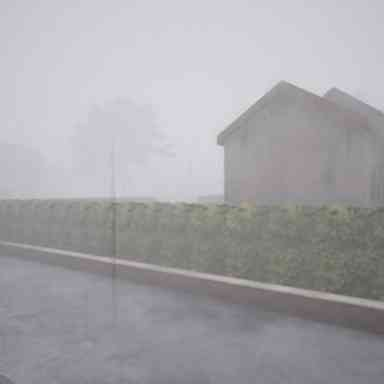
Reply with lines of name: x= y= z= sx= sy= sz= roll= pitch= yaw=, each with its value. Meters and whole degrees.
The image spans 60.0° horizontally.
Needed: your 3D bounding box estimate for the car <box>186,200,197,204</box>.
car: x=0.248 y=1.817 z=47.626 sx=2.033 sy=1.411 sz=5.357 roll=-1 pitch=0 yaw=36
